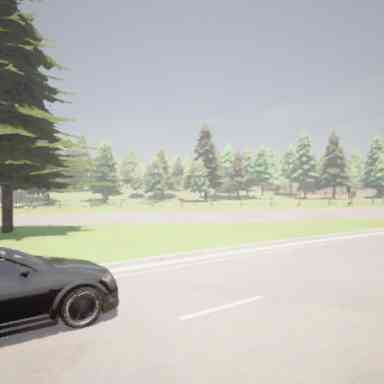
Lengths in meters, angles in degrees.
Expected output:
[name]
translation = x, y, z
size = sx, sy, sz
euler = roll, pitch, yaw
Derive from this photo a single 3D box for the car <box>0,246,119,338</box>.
[car]
translation = -3.397, 1.602, 5.573
size = 4.181, 1.385, 1.994
euler = -1, 0, -35
